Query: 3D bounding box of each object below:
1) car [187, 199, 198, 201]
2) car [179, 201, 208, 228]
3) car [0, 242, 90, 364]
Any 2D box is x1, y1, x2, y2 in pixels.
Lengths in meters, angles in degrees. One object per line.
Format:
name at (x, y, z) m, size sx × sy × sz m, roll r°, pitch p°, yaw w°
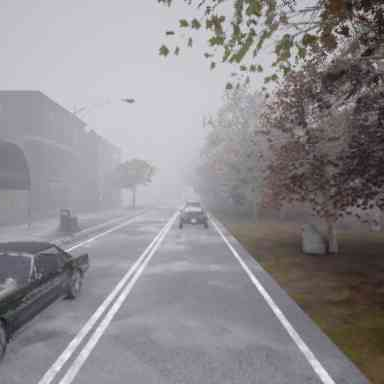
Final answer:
car at (0.086, 1.620, 41.540) m, size 1.882 × 1.535 × 5.008 m, roll 0°, pitch 0°, yaw 0°
car at (0.093, 1.607, 22.819) m, size 1.812 × 1.442 × 4.674 m, roll 0°, pitch 0°, yaw 0°
car at (-3.348, 1.622, 5.675) m, size 1.895 × 1.301 × 4.718 m, roll 0°, pitch 0°, yaw 0°
